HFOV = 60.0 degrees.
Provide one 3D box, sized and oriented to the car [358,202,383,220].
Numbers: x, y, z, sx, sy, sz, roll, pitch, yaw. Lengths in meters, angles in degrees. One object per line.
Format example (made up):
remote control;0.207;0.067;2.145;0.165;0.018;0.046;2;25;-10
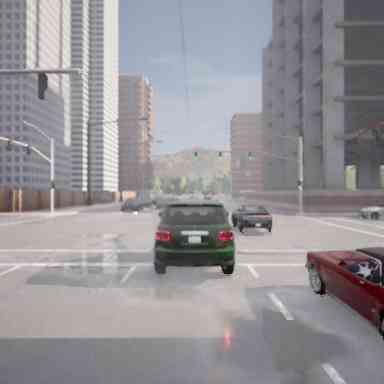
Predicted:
car;16.618;1.579;28.205;4.674;1.442;1.812;0;0;0

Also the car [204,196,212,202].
car;3.944;1.657;82.506;1.837;1.490;4.892;0;0;1

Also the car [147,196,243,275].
car;0.058;1.242;10.686;2.150;2.045;5.566;0;0;0

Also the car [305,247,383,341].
car;3.598;1.612;5.797;1.895;1.301;4.718;0;0;0

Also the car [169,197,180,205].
car;-3.345;1.685;64.037;1.994;1.385;4.181;0;0;1

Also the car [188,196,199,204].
car;0.312;1.619;67.636;2.128;1.511;4.902;0;0;1

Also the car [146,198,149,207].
car;-7.153;1.599;49.536;1.837;1.490;4.892;0;0;1

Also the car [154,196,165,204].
car;-6.765;1.628;69.196;1.837;1.490;4.892;0;0;1

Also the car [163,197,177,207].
car;-3.556;1.608;54.273;1.837;1.490;4.892;0;0;1

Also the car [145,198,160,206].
car;-6.954;1.712;58.876;1.895;1.301;4.718;0;0;1

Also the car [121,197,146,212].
car;-7.282;1.429;40.636;2.097;1.767;4.553;0;0;1

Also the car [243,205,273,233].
car;3.491;1.529;20.017;2.128;1.511;4.902;0;0;-1
